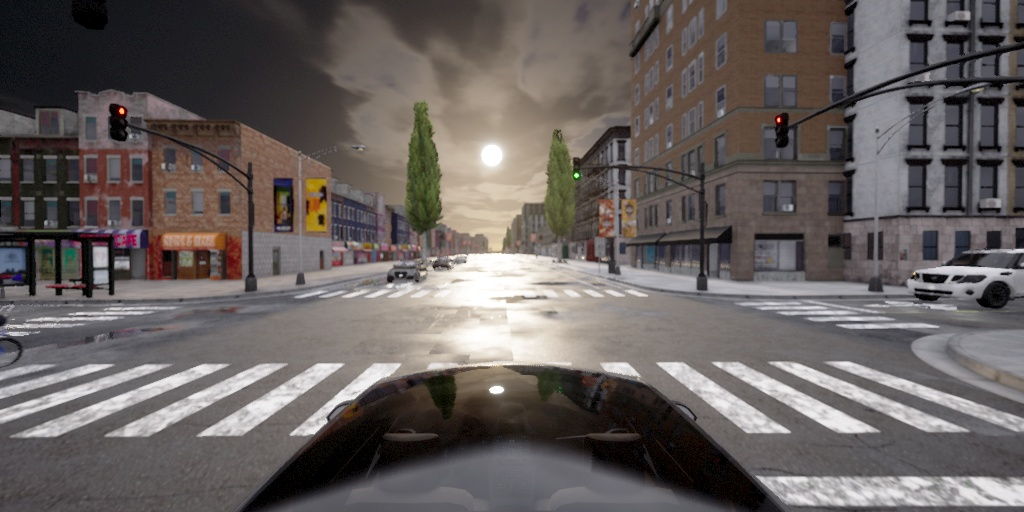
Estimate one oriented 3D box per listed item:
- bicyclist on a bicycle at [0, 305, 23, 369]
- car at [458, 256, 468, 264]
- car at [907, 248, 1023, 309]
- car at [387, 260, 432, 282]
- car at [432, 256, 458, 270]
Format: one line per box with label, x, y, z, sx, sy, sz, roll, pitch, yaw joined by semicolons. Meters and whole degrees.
bicyclist on a bicycle;-8.749;1.136;5.657;0.866;1.612;1.509;0;1;0
car;-8.358;0.582;58.899;1.895;1.301;4.718;0;1;-2
car;18.130;0.746;13.265;5.566;2.045;2.150;-1;1;-3
car;-6.986;0.993;24.285;1.994;1.385;4.181;0;1;-2
car;-7.641;0.759;39.965;2.033;1.411;5.357;0;1;-2
